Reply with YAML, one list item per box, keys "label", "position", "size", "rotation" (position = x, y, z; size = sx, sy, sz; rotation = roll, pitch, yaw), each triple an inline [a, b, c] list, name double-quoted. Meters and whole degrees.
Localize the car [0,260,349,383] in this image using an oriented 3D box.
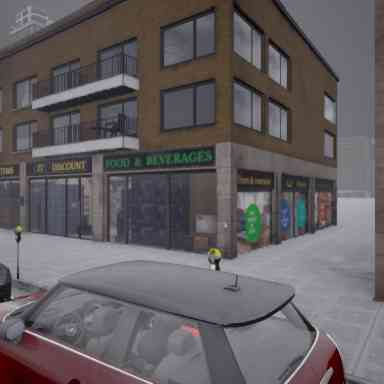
- label: "car"
  position: [-0.722, 1.440, 3.318]
  size: [4.097, 1.590, 1.967]
  rotation: [0, 0, 35]
